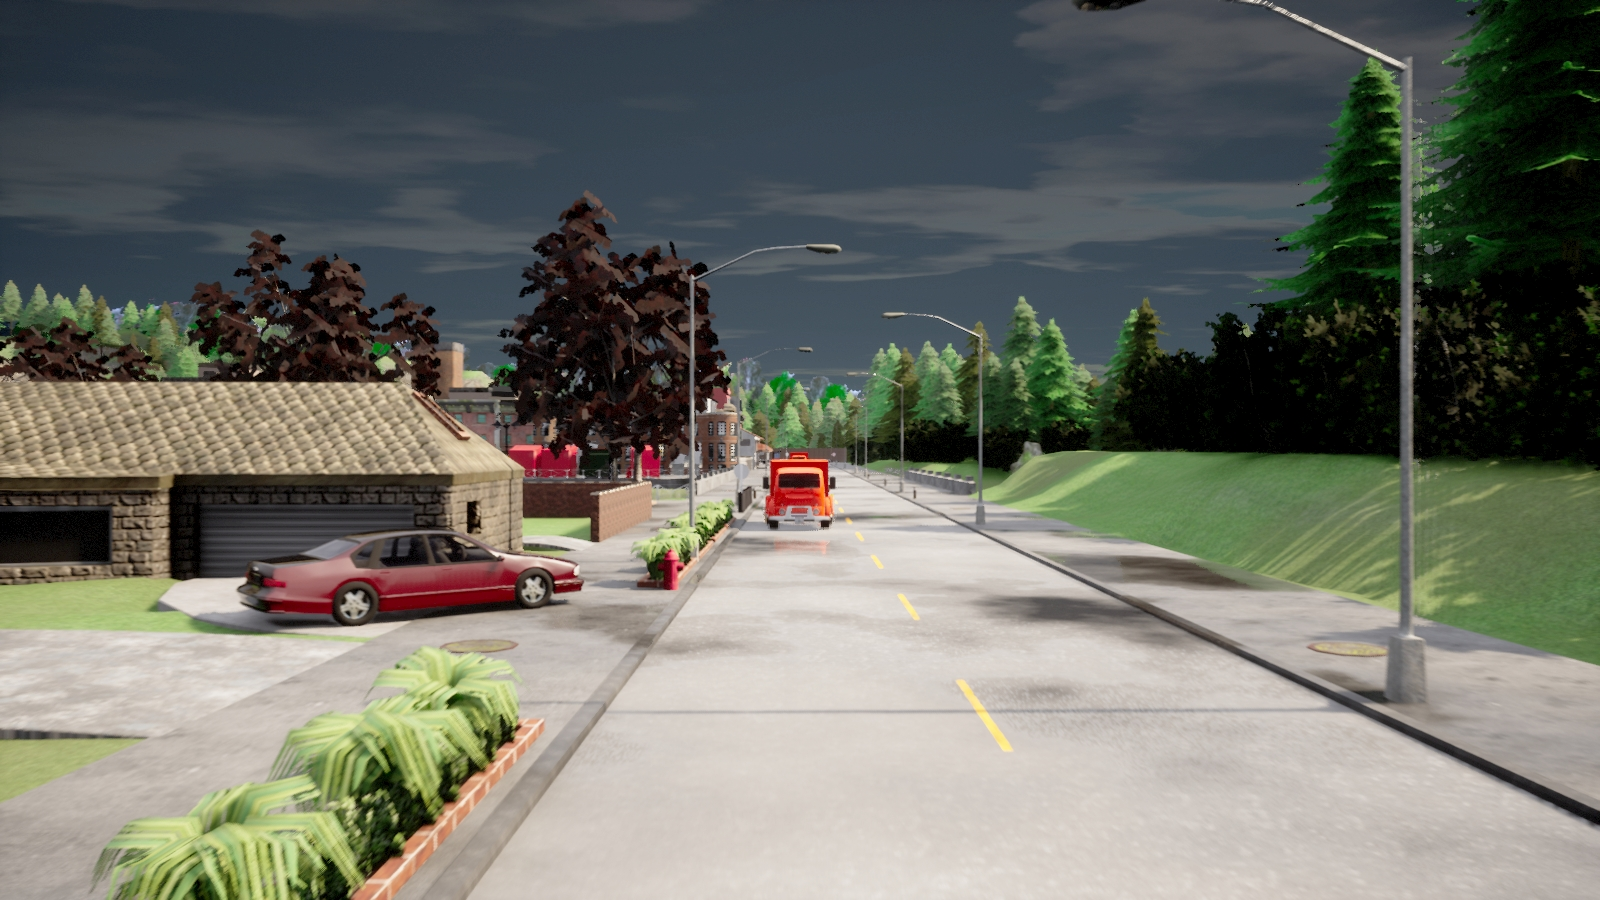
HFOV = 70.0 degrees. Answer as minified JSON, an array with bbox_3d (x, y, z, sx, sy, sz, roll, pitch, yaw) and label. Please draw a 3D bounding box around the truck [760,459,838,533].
[{"bbox_3d":[-0.031,1.569,41.364,2.627,2.467,5.204,0,0,0],"label":"truck"}]
